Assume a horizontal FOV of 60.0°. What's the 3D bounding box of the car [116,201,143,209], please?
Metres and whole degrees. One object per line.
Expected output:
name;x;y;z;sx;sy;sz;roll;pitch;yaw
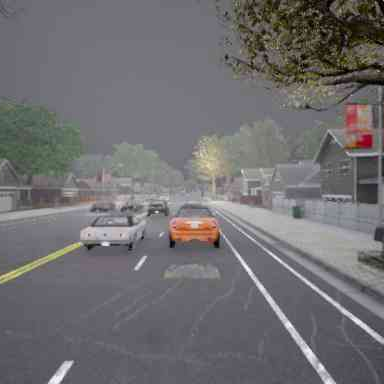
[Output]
car;-6.598;1.639;36.435;1.895;1.301;4.718;0;0;0

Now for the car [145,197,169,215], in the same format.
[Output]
car;-3.153;1.533;32.151;1.837;1.490;4.892;0;0;0

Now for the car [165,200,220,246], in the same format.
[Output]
car;0.099;1.356;15.328;2.097;1.767;4.553;0;0;0

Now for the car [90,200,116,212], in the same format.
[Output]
car;-9.848;1.588;37.356;2.033;1.411;5.357;0;0;0

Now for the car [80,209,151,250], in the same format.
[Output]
car;-3.152;1.604;14.349;1.895;1.301;4.718;0;0;0

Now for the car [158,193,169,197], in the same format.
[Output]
car;-6.508;1.346;77.144;2.150;2.045;5.566;0;0;0

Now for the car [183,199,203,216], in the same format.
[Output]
car;0.108;1.508;33.621;1.882;1.535;5.008;0;0;0
